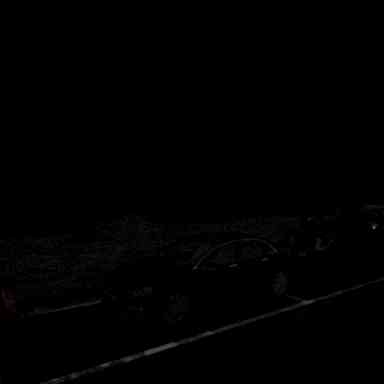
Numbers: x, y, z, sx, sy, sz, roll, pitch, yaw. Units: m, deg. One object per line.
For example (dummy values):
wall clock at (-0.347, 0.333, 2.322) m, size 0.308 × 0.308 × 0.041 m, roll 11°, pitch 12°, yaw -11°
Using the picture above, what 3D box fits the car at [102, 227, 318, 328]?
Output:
car at (0.363, 1.556, 6.906) m, size 4.403 × 1.369 × 2.008 m, roll 0°, pitch 0°, yaw -36°

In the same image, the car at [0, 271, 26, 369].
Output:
car at (-4.203, 1.439, 3.649) m, size 4.097 × 1.590 × 1.967 m, roll 0°, pitch 0°, yaw -36°

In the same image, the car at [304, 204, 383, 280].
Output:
car at (4.930, 1.327, 10.163) m, size 5.009 × 1.841 × 2.192 m, roll 0°, pitch 0°, yaw -36°
